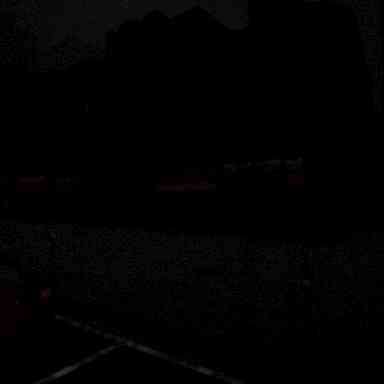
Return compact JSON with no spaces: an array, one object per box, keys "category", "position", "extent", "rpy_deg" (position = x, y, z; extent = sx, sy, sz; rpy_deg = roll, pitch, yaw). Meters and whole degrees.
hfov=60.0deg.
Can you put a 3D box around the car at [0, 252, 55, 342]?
[{"category":"car","position":[-4.025,1.646,5.700],"extent":[4.206,1.307,1.802],"rpy_deg":[-1,-2,36]}]
